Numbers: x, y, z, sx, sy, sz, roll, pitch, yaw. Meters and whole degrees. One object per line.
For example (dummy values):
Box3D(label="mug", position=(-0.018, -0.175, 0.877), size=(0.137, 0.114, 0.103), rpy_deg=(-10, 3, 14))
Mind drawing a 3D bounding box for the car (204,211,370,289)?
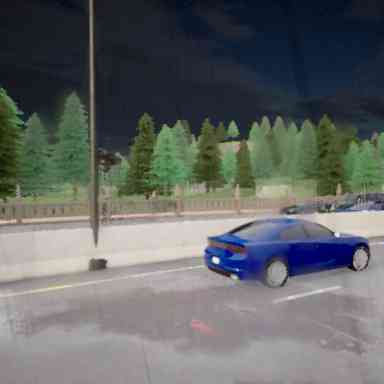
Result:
Box3D(label="car", position=(2.728, 1.438, 9.070), size=(5.008, 1.535, 1.882), rpy_deg=(-1, 0, -29))

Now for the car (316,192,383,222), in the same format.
Box3D(label="car", position=(12.400, 1.052, 25.107), size=(5.566, 2.045, 2.150), rpy_deg=(-1, 0, -20))

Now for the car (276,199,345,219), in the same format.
Box3D(label="car", position=(9.968, 1.402, 27.969), size=(5.357, 1.411, 2.033), rpy_deg=(-1, 0, -20))
